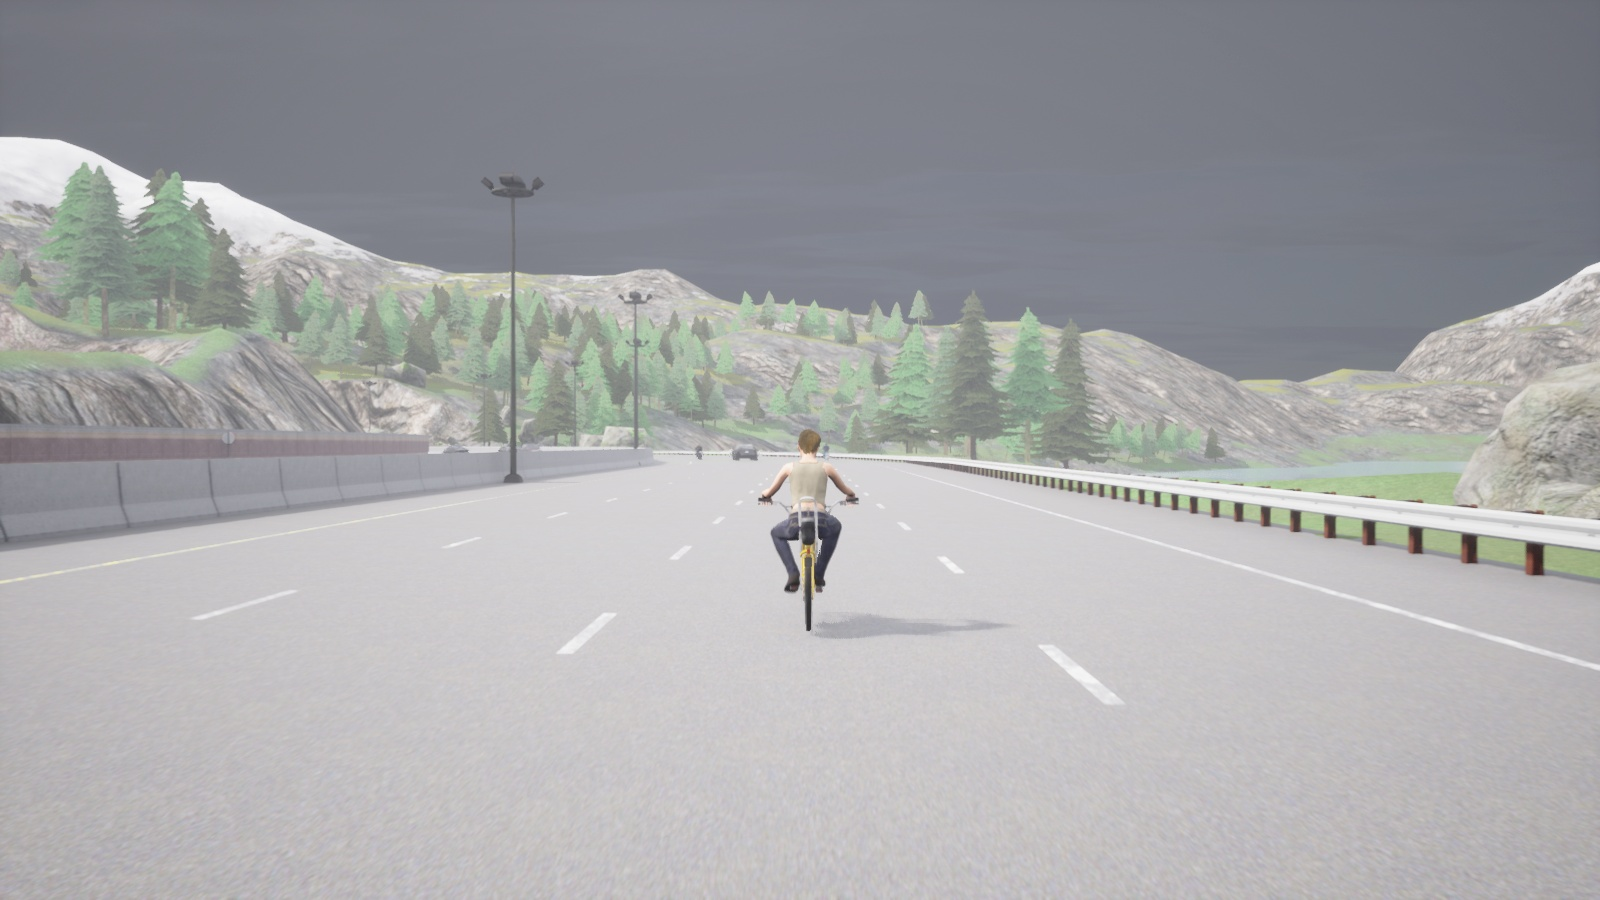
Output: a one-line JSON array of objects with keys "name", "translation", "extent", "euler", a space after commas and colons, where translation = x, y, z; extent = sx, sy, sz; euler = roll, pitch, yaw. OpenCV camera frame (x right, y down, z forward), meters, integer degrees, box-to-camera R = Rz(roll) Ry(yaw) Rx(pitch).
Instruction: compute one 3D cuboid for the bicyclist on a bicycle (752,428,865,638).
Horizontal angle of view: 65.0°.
[{"name": "bicyclist on a bicycle", "translation": [0.070, 0.632, 10.405], "extent": [0.866, 1.612, 1.509], "euler": [0, 0, 1]}]
